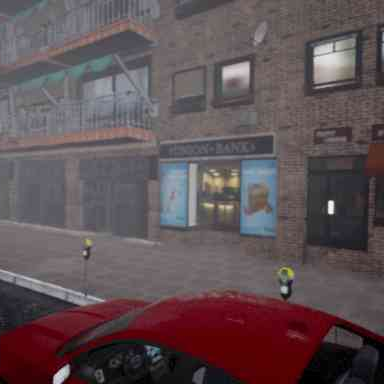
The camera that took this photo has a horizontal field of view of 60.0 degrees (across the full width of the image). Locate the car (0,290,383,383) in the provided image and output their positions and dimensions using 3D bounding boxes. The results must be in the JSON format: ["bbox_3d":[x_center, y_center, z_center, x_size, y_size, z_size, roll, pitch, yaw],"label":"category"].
[{"bbox_3d":[0.079,1.521,2.611,4.507,1.381,1.887,1,1,35],"label":"car"}]
